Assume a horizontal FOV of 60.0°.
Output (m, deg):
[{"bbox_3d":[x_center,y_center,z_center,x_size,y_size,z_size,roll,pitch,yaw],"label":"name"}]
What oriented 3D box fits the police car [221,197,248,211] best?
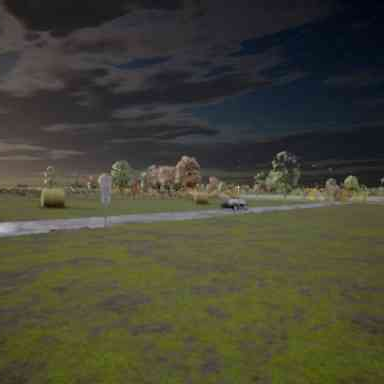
[{"bbox_3d":[5.572,1.524,43.600,1.930,1.638,5.238,1,0,35],"label":"police car"}]
